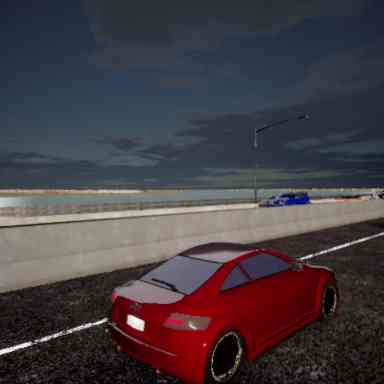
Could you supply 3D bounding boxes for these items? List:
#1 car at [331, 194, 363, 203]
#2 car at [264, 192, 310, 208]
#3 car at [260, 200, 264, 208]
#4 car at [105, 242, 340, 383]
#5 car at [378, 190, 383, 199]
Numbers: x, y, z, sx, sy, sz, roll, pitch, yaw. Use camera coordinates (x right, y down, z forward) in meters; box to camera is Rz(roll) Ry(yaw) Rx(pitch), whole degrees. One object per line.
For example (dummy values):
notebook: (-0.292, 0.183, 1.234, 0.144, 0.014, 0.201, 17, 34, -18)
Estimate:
car: (16.753, 1.053, 35.899, 4.553, 1.767, 2.097, -1, 0, -44)
car: (10.185, 0.996, 34.446, 5.566, 2.045, 2.150, -1, 0, -44)
car: (9.951, 1.112, 39.072, 4.553, 1.767, 2.097, -1, 0, -44)
car: (0.744, 1.539, 5.445, 4.181, 1.385, 1.994, -1, 0, -44)
car: (39.312, 0.519, 66.763, 5.566, 2.045, 2.150, -1, 0, -43)
